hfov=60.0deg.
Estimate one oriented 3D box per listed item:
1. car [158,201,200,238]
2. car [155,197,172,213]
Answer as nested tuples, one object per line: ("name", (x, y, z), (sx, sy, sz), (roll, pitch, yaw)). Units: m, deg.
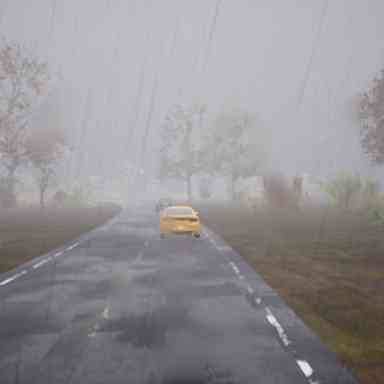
("car", (-0.699, 1.495, 17.849), (1.882, 1.535, 5.008), (0, 0, -4))
("car", (-3.188, 1.412, 38.325), (2.097, 1.767, 4.553), (0, 0, -9))
